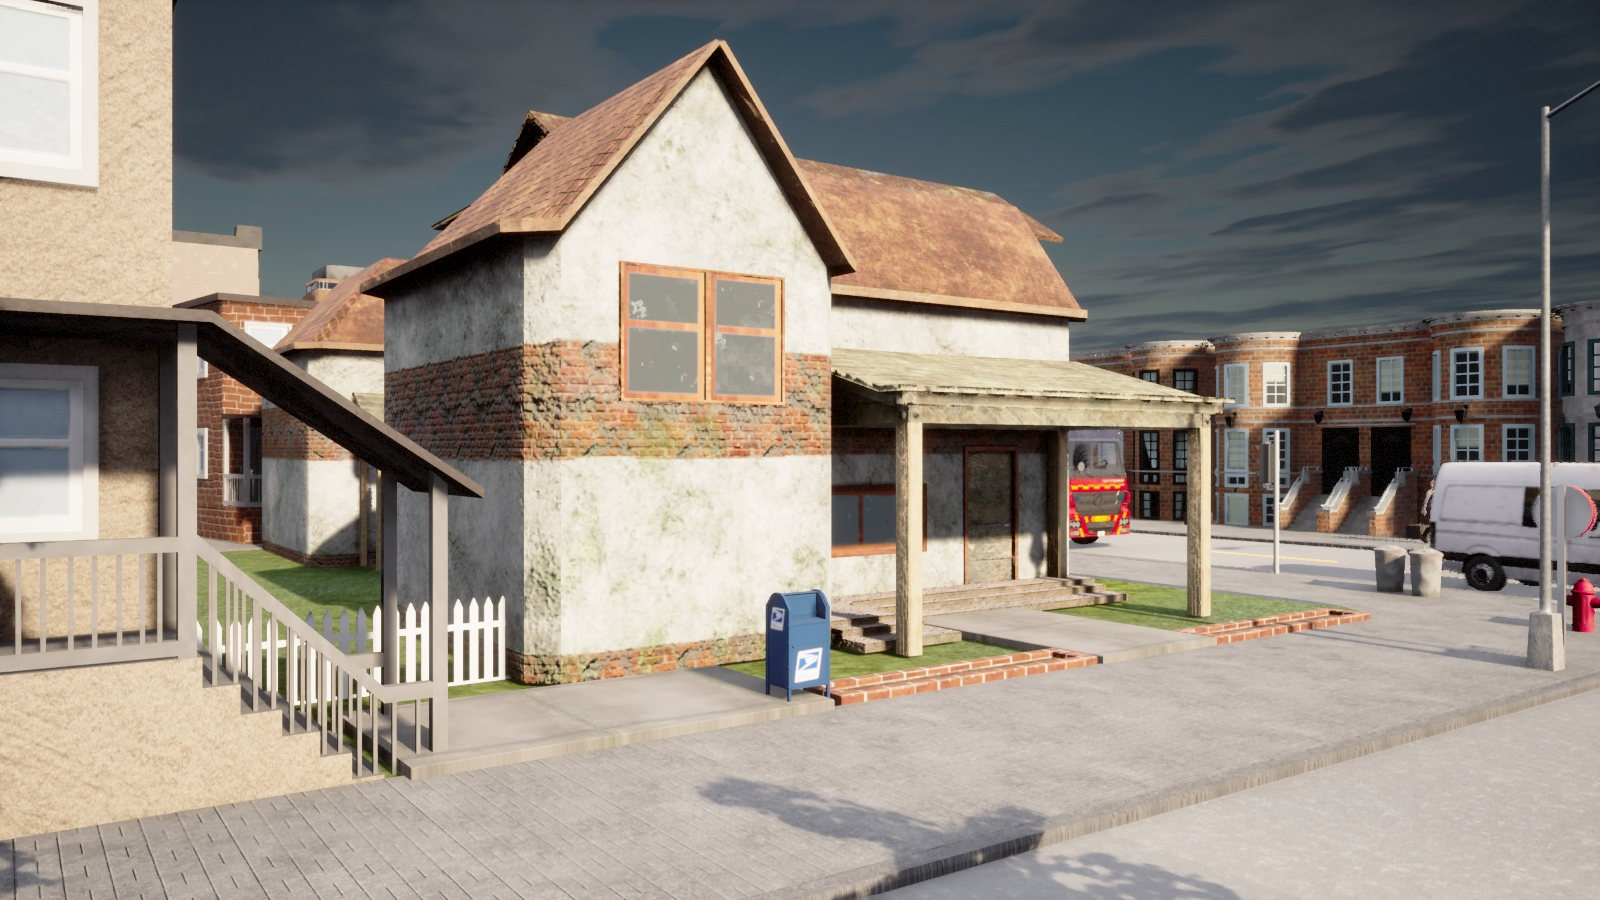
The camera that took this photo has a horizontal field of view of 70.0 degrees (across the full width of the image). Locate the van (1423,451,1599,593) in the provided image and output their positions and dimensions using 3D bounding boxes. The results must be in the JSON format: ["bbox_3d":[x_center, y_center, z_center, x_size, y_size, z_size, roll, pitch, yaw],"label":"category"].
[{"bbox_3d":[15.148,1.305,21.481,1.988,2.561,5.915,1,0,-28],"label":"van"}]

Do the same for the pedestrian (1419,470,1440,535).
[{"bbox_3d":[18.124,1.511,32.900,0.375,1.860,0.375,0,0,-28],"label":"pedestrian"}]
